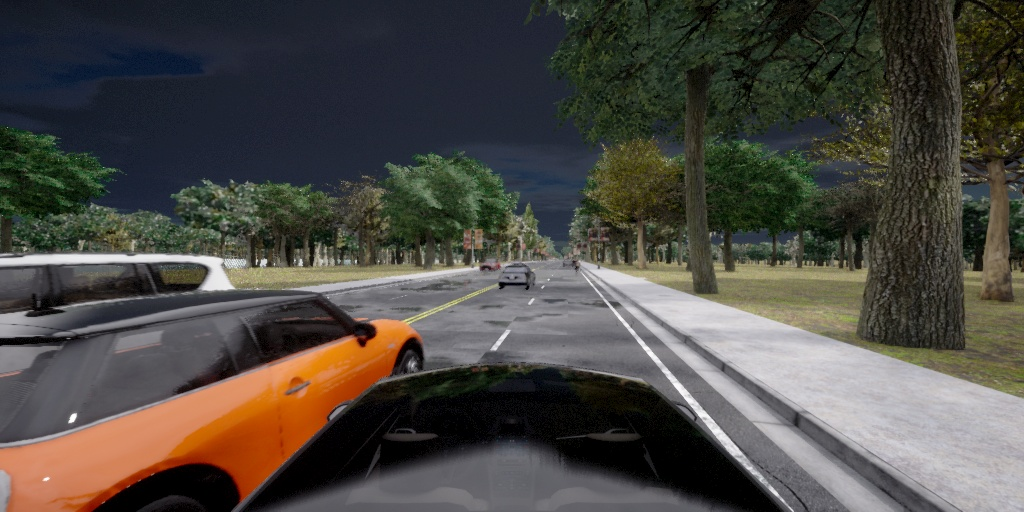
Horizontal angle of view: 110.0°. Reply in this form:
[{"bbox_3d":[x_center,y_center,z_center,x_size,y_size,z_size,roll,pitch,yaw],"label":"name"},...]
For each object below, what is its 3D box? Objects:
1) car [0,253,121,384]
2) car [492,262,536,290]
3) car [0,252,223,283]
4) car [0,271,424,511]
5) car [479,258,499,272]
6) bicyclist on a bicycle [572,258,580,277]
[{"bbox_3d":[-9.209,0.970,4.486,2.150,2.045,5.566,0,0,9],"label":"car"},{"bbox_3d":[0.400,1.300,22.814,2.033,1.411,5.357,0,0,9],"label":"car"},{"bbox_3d":[-5.997,0.971,3.989,2.150,2.045,5.566,0,0,9],"label":"car"},{"bbox_3d":[-2.582,1.102,3.513,2.097,1.767,4.553,0,0,9],"label":"car"},{"bbox_3d":[-2.770,1.105,46.142,2.097,1.767,4.553,0,0,9],"label":"car"},{"bbox_3d":[6.330,1.206,34.718,0.582,1.620,1.656,0,0,9],"label":"bicyclist on a bicycle"}]
